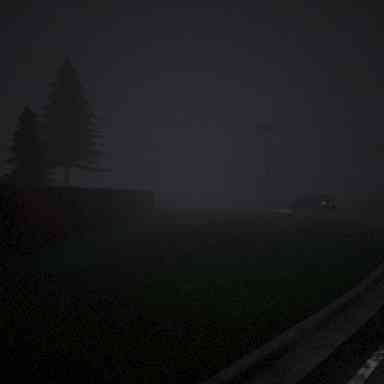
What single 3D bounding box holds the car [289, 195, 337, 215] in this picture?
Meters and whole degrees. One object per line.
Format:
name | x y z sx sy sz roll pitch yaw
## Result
car | 12.930 1.310 35.856 2.150 2.045 5.566 0 0 -23
